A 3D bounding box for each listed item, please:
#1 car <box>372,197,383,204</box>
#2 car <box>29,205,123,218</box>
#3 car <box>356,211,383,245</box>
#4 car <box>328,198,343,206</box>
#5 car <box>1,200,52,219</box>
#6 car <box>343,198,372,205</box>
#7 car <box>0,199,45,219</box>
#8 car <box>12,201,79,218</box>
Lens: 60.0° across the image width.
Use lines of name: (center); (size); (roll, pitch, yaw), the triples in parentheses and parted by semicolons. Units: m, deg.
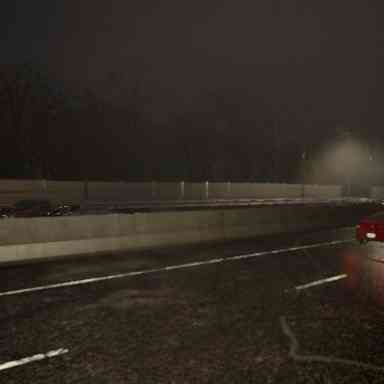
car: (27.034, 1.265, 44.728); (5.566, 2.045, 2.150); (0, 0, -35)
car: (-5.275, 1.550, 17.426); (5.357, 1.411, 2.033); (0, 0, -36)
car: (8.901, 1.535, 14.395); (4.674, 1.442, 1.812); (0, 0, -36)
car: (22.287, 1.606, 49.938); (4.181, 1.385, 1.994); (0, 0, -35)
car: (-10.036, 1.528, 22.629); (4.674, 1.442, 1.812); (0, 0, -35)
car: (23.682, 1.642, 46.644); (4.718, 1.301, 1.895); (0, 0, -35)
car: (-12.585, 1.354, 25.072); (4.553, 1.767, 2.097); (0, 0, -36)
car: (-7.763, 1.507, 19.951); (4.892, 1.490, 1.837); (0, 0, -36)
